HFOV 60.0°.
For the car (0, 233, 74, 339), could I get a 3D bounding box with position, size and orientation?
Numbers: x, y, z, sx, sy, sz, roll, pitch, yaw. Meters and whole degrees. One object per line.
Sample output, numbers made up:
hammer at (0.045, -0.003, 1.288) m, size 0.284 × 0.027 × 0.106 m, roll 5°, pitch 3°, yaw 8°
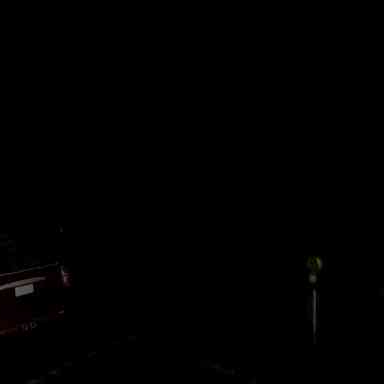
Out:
car at (-3.995, 1.440, 5.928) m, size 4.097 × 1.590 × 1.967 m, roll 0°, pitch 0°, yaw 36°
